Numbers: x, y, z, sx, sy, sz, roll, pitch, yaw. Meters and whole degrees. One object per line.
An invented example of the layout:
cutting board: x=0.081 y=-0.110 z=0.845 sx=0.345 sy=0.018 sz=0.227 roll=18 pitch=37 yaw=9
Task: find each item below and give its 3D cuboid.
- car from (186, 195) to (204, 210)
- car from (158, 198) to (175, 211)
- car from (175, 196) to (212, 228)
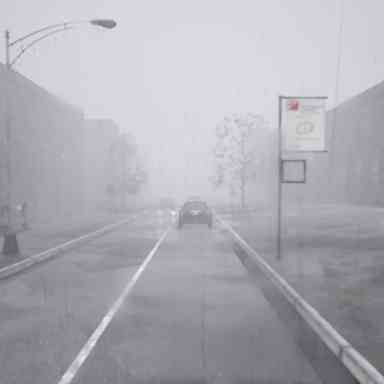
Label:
car: x=0.356 y=1.283 z=41.753 sx=2.097 sy=1.767 sz=4.553 roll=0 pitch=0 yaw=0
car: x=-2.846 y=1.441 z=39.550 sx=1.837 sy=1.490 sz=4.892 roll=0 pitch=0 yaw=1
car: x=0.221 y=1.316 z=22.236 sx=2.097 sy=1.767 sz=4.553 roll=0 pitch=0 yaw=0
